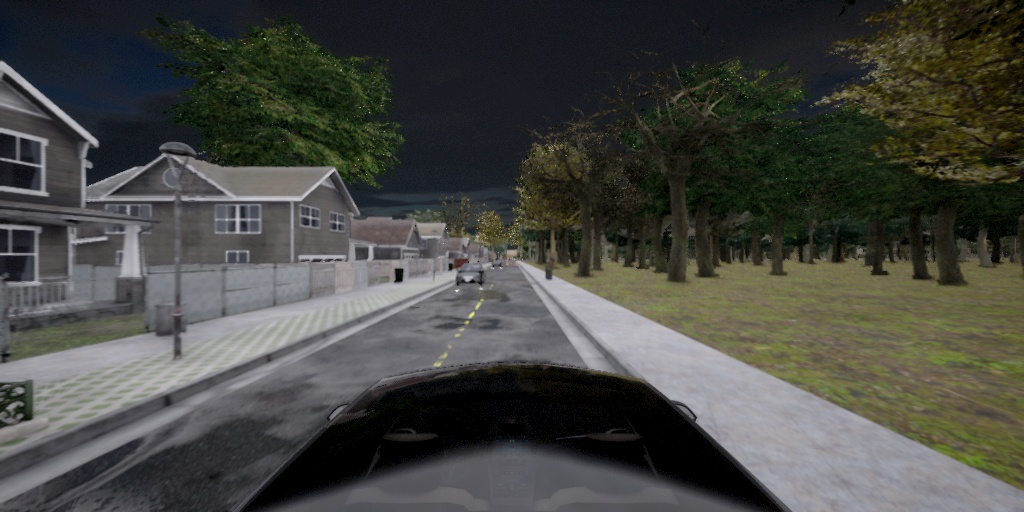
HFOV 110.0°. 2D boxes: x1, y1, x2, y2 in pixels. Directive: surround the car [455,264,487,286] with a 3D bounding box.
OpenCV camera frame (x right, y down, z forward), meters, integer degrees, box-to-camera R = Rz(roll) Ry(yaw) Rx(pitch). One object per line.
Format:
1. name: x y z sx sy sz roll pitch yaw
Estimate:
1. car: -2.849 1.297 25.582 2.128 1.511 4.902 0 0 0
